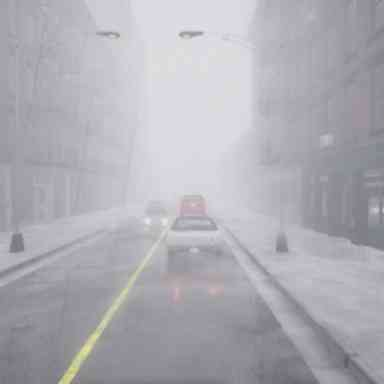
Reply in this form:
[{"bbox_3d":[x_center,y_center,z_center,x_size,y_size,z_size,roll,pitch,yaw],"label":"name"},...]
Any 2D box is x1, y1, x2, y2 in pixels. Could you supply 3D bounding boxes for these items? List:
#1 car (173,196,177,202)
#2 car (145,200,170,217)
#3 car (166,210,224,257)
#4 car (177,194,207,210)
[{"bbox_3d":[-2.996,1.474,71.541,2.033,1.411,5.357,0,0,0],"label":"car"},{"bbox_3d":[-3.095,1.479,30.539,1.837,1.490,4.892,0,0,0],"label":"car"},{"bbox_3d":[0.097,1.591,12.909,1.895,1.301,4.718,0,0,0],"label":"car"},{"bbox_3d":[0.100,1.197,28.910,2.150,2.045,5.566,0,0,0],"label":"car"}]
